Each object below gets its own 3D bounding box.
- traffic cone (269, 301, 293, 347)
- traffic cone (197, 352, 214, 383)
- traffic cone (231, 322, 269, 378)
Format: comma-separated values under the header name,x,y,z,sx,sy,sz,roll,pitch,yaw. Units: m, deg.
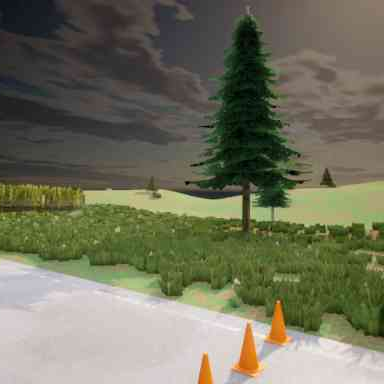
name,x,y,z,sx,sy,sz,roll,pitch,yaw
traffic cone,1.310,1.955,5.057,0.340,0.580,0.340,0,0,36
traffic cone,0.140,1.955,3.434,0.340,0.580,0.340,0,0,36
traffic cone,0.725,1.955,4.246,0.340,0.580,0.340,0,0,36
